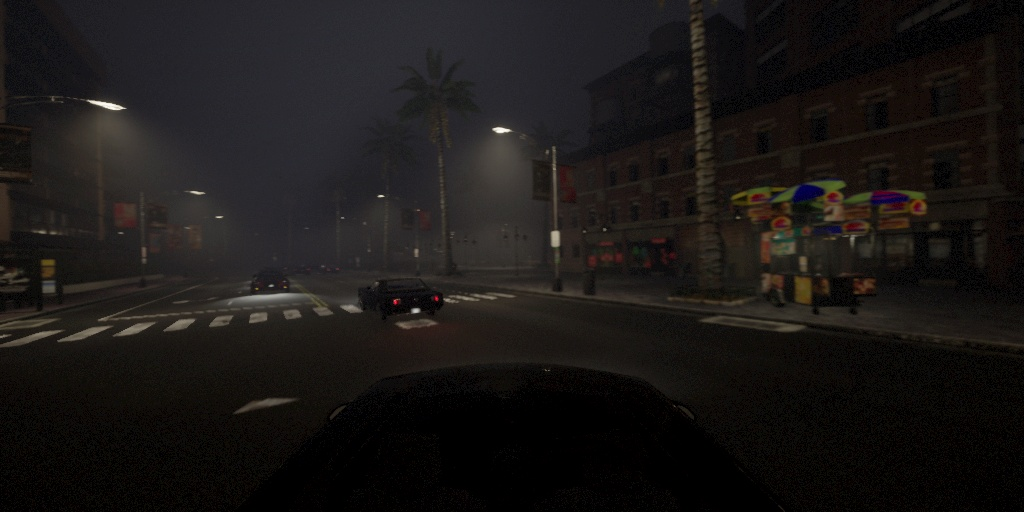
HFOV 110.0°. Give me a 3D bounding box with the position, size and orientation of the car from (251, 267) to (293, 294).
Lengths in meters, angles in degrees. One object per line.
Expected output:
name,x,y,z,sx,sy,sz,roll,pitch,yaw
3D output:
car,-15.767,1.651,23.448,1.994,1.385,4.181,-1,0,-34

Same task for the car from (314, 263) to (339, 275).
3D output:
car,-26.007,1.855,50.860,2.033,1.411,5.357,-1,0,-38

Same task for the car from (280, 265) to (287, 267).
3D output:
car,-21.513,1.758,31.896,2.033,1.411,5.357,-1,0,-34

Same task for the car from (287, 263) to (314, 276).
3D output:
car,-28.874,1.932,48.855,1.994,1.385,4.181,-1,0,-38

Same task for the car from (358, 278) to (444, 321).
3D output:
car,-4.231,1.442,13.053,1.895,1.301,4.718,-1,0,-34

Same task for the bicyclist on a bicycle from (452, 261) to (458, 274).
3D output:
bicyclist on a bicycle,-5.726,1.177,34.415,1.656,1.620,0.582,-2,0,-34
